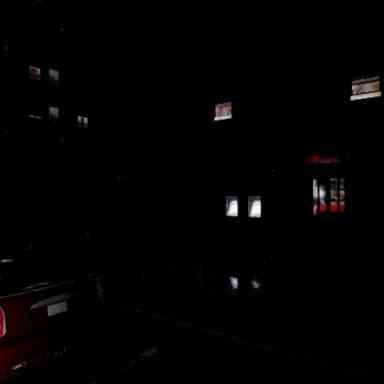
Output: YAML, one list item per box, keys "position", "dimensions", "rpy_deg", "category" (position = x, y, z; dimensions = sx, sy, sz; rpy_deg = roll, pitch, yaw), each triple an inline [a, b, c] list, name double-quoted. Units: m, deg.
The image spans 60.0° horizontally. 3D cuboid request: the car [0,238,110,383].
- position: [-3.215, 1.439, 5.170]
  dimensions: [4.097, 1.590, 1.967]
  rpy_deg: [0, 0, 36]
  category: "car"
